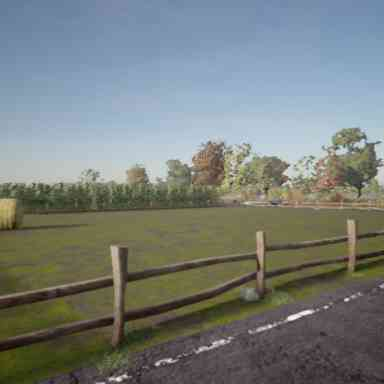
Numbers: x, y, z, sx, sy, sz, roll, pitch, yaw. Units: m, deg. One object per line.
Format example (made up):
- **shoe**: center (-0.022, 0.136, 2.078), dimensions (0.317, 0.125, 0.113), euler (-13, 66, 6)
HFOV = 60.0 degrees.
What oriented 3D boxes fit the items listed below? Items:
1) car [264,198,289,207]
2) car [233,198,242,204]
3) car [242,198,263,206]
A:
- **car**: center (16.121, 1.918, 62.370), dimensions (2.128, 1.511, 4.902), euler (-1, 0, -25)
- **car**: center (11.195, 2.083, 78.184), dimensions (1.812, 1.442, 4.674), euler (-1, 0, -16)
- **car**: center (12.200, 2.094, 64.732), dimensions (1.895, 1.301, 4.718), euler (-1, 0, -22)
